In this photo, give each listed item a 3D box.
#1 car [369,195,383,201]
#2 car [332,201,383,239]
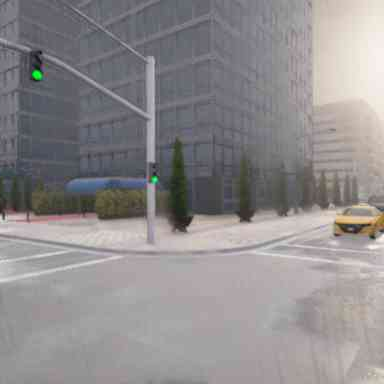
[{"bbox_3d":[14.781,1.235,25.729,2.150,2.045,5.566,0,0,36],"label":"car"},{"bbox_3d":[8.946,1.492,17.730,1.882,1.535,5.008,0,0,36],"label":"car"}]
